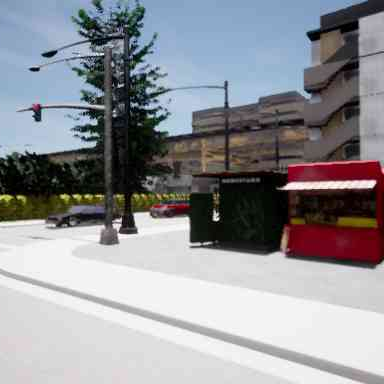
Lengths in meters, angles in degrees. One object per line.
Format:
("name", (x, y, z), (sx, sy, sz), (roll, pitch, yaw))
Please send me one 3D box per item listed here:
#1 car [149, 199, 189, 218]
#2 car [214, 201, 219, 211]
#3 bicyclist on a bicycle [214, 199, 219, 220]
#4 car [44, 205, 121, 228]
("car", (-1.926, 1.429, 31.079), (2.097, 1.767, 4.553), (-1, 0, 36))
("car", (3.971, 1.559, 39.183), (1.882, 1.535, 5.008), (-1, 0, 36))
("bicyclist on a bicycle", (1.662, 1.301, 23.288), (1.656, 1.620, 0.582), (-1, -1, 36))
("car", (-7.469, 1.620, 23.441), (2.033, 1.411, 5.357), (-1, 0, 36))
